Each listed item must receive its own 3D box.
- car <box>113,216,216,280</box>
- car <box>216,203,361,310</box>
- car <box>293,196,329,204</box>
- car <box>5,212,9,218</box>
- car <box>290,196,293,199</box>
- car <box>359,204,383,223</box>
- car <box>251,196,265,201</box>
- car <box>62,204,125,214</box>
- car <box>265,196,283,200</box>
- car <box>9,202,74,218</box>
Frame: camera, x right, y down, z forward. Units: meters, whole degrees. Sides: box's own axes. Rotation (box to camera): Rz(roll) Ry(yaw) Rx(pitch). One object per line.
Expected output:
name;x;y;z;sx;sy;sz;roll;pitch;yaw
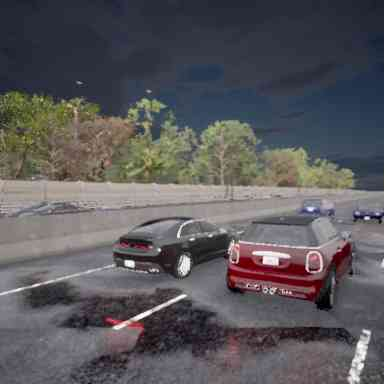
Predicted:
car;-0.215;1.498;10.182;1.837;1.490;4.892;0;0;33
car;2.660;1.334;8.183;2.097;1.767;4.553;0;0;33
car;9.644;1.288;25.634;2.097;1.767;4.553;0;0;33
car;-11.558;1.538;25.308;1.837;1.490;4.892;0;0;33
car;18.590;1.388;59.359;2.128;1.511;4.902;0;0;33
car;13.347;1.521;24.929;1.895;1.301;4.718;0;0;33
car;12.689;1.450;63.124;1.812;1.442;4.674;0;0;33
car;-5.651;1.610;21.554;1.895;1.301;4.718;0;0;33
car;15.586;1.464;61.159;1.994;1.385;4.181;0;0;33
car;-9.225;1.530;22.457;1.837;1.490;4.892;0;0;33
